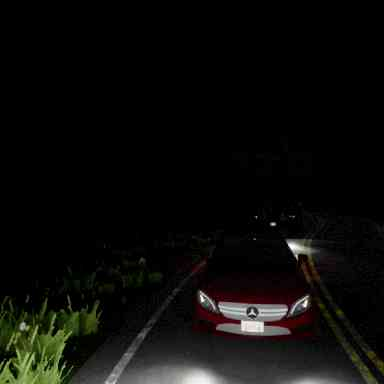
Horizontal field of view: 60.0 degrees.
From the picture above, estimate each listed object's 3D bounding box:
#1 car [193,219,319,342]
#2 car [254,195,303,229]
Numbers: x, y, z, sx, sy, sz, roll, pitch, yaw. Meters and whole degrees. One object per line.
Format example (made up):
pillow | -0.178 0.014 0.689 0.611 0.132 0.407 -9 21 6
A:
car | 1.231 1.534 6.725 1.812 1.442 4.674 -1 0 11
car | 5.014 1.214 18.916 2.150 2.045 5.566 -2 -1 22
